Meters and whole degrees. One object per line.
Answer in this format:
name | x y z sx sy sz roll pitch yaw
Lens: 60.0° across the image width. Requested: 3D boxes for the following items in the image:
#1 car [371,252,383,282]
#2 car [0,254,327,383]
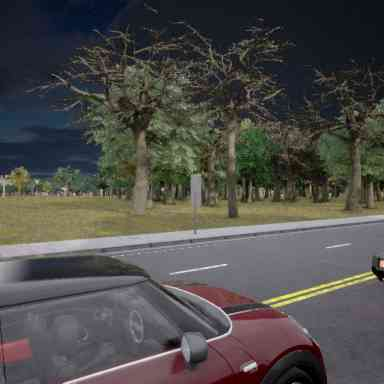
car | 6.382 1.603 7.978 4.718 1.301 1.895 0 0 -35
car | -0.903 1.352 2.795 4.553 1.767 2.097 0 0 -35
